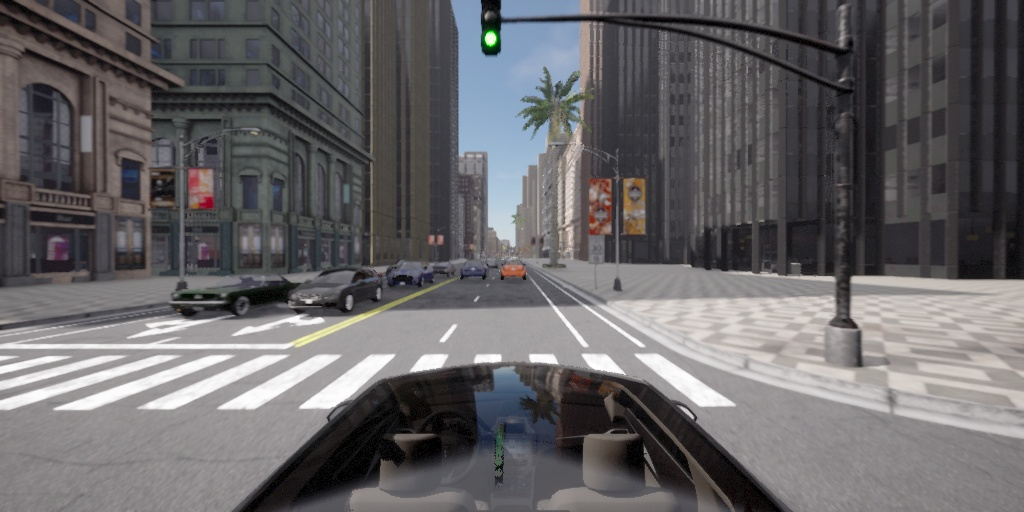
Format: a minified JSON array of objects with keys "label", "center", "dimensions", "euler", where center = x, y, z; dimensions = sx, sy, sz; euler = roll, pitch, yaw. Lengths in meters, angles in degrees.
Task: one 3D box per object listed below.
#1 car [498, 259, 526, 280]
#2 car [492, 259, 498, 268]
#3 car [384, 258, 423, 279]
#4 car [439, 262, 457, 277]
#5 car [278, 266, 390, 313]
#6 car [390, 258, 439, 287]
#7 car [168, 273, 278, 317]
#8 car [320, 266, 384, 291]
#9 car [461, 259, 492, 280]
[{"label":"car","center":[0.116,1.050,31.032],"dimensions":[2.097,1.767,4.553],"euler":[0,0,0]},{"label":"car","center":[-3.138,1.219,55.431],"dimensions":[1.994,1.385,4.181],"euler":[0,0,0]},{"label":"car","center":[-9.764,1.048,32.706],"dimensions":[2.097,1.767,4.553],"euler":[0,0,1]},{"label":"car","center":[-6.484,1.240,34.217],"dimensions":[2.033,1.411,5.357],"euler":[0,0,0]},{"label":"car","center":[-6.595,1.234,14.030],"dimensions":[1.837,1.490,4.892],"euler":[0,0,-1]},{"label":"car","center":[-6.567,1.063,23.775],"dimensions":[2.097,1.767,4.553],"euler":[0,0,1]},{"label":"car","center":[-9.841,1.331,13.345],"dimensions":[1.895,1.301,4.718],"euler":[0,0,-3]},{"label":"car","center":[-9.823,1.315,22.514],"dimensions":[1.895,1.301,4.718],"euler":[0,0,0]},{"label":"car","center":[-3.135,1.050,30.973],"dimensions":[2.097,1.767,4.553],"euler":[0,0,0]}]
